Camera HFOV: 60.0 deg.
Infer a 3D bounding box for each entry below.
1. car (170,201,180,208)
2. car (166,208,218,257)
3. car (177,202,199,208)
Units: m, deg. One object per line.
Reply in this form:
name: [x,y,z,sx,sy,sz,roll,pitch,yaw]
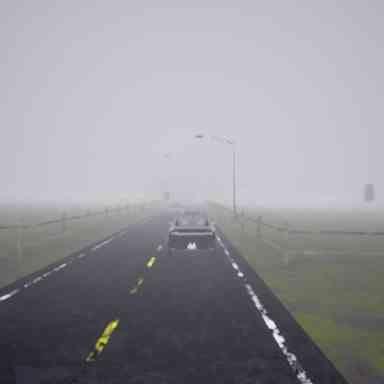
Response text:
car: [-2.814,2.229,58.985,1.895,1.301,4.718,0,-1,1]
car: [0.019,1.635,13.505,2.128,1.511,4.902,0,0,0]
car: [0.017,1.863,28.500,1.994,1.385,4.181,0,-1,0]
